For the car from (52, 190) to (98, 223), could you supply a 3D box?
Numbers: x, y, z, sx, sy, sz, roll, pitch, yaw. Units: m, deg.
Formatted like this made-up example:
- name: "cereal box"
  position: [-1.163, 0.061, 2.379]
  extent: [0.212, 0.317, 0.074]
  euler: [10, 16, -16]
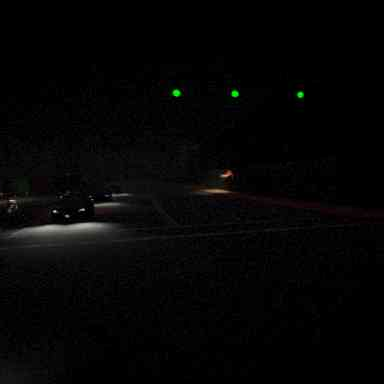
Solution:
- name: "car"
  position: [-6.929, 0.888, 19.701]
  extent: [1.812, 1.442, 4.674]
  euler: [-2, 3, -10]

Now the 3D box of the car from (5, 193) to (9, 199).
- name: "car"
  position: [-25.784, 0.393, 42.703]
  extent: [3.806, 1.475, 1.970]
  euler: [-2, 3, -11]

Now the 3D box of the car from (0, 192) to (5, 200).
- name: "car"
  position: [-25.269, 0.260, 39.847]
  extent: [3.866, 1.878, 1.905]
  euler: [-2, 3, -11]

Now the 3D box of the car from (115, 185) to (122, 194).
- name: "car"
  position: [-12.563, -0.419, 54.217]
  extent: [1.837, 1.490, 4.892]
  euler: [-2, 2, -9]

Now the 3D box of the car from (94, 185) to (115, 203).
- name: "car"
  position: [-9.547, 0.266, 34.883]
  extent: [1.882, 1.535, 5.008]
  euler: [-2, 2, -9]
